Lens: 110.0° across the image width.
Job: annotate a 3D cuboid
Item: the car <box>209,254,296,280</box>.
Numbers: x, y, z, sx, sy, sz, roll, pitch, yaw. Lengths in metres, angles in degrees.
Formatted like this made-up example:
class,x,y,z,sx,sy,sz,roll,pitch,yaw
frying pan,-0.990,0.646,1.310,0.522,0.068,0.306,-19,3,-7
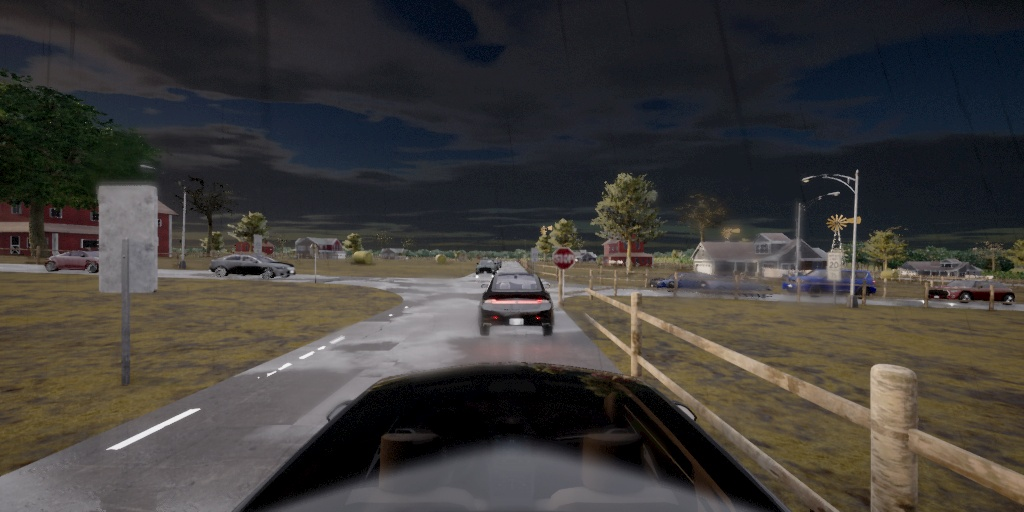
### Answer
class,x,y,z,sx,sy,sz,roll,pitch,yaw
car,-16.591,0.665,23.068,4.902,1.511,2.128,2,0,0

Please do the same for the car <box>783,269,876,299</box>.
class,x,y,z,sx,sy,sz,roll,pitch,yaw
car,22.971,1.939,26.007,5.566,2.045,2.150,2,0,0

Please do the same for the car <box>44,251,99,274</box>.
class,x,y,z,sx,sy,sz,roll,pitch,yaw
car,-27.032,0.349,23.072,4.181,1.385,1.994,2,0,0

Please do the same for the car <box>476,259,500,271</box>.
class,x,y,z,sx,sy,sz,roll,pitch,yaw
car,-2.792,1.134,39.687,2.097,1.767,4.553,0,0,0

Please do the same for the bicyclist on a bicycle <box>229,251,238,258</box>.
class,x,y,z,sx,sy,sz,roll,pitch,yaw
bicyclist on a bicycle,-22.577,0.419,29.056,0.582,1.620,1.656,2,0,0

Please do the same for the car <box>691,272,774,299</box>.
class,x,y,z,sx,sy,sz,roll,pitch,yaw
car,14.349,1.935,23.122,4.181,1.385,1.994,2,0,1

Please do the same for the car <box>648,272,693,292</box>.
class,x,y,z,sx,sy,sz,roll,pitch,yaw
car,12.783,1.860,25.972,5.357,1.411,2.033,2,0,-1

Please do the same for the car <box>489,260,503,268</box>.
class,x,y,z,sx,sy,sz,roll,pitch,yaw
car,-2.726,1.363,62.596,2.033,1.411,5.357,0,0,1

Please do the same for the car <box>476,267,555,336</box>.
class,x,y,z,sx,sy,sz,roll,pitch,yaw
car,0.111,1.246,10.383,2.128,1.511,4.902,0,0,0

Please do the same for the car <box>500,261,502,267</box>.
class,x,y,z,sx,sy,sz,roll,pitch,yaw
car,-2.763,1.299,50.247,1.837,1.490,4.892,0,0,0

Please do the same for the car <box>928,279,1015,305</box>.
class,x,y,z,sx,sy,sz,roll,pitch,yaw
car,33.060,2.482,25.996,4.553,1.767,2.097,2,0,0
